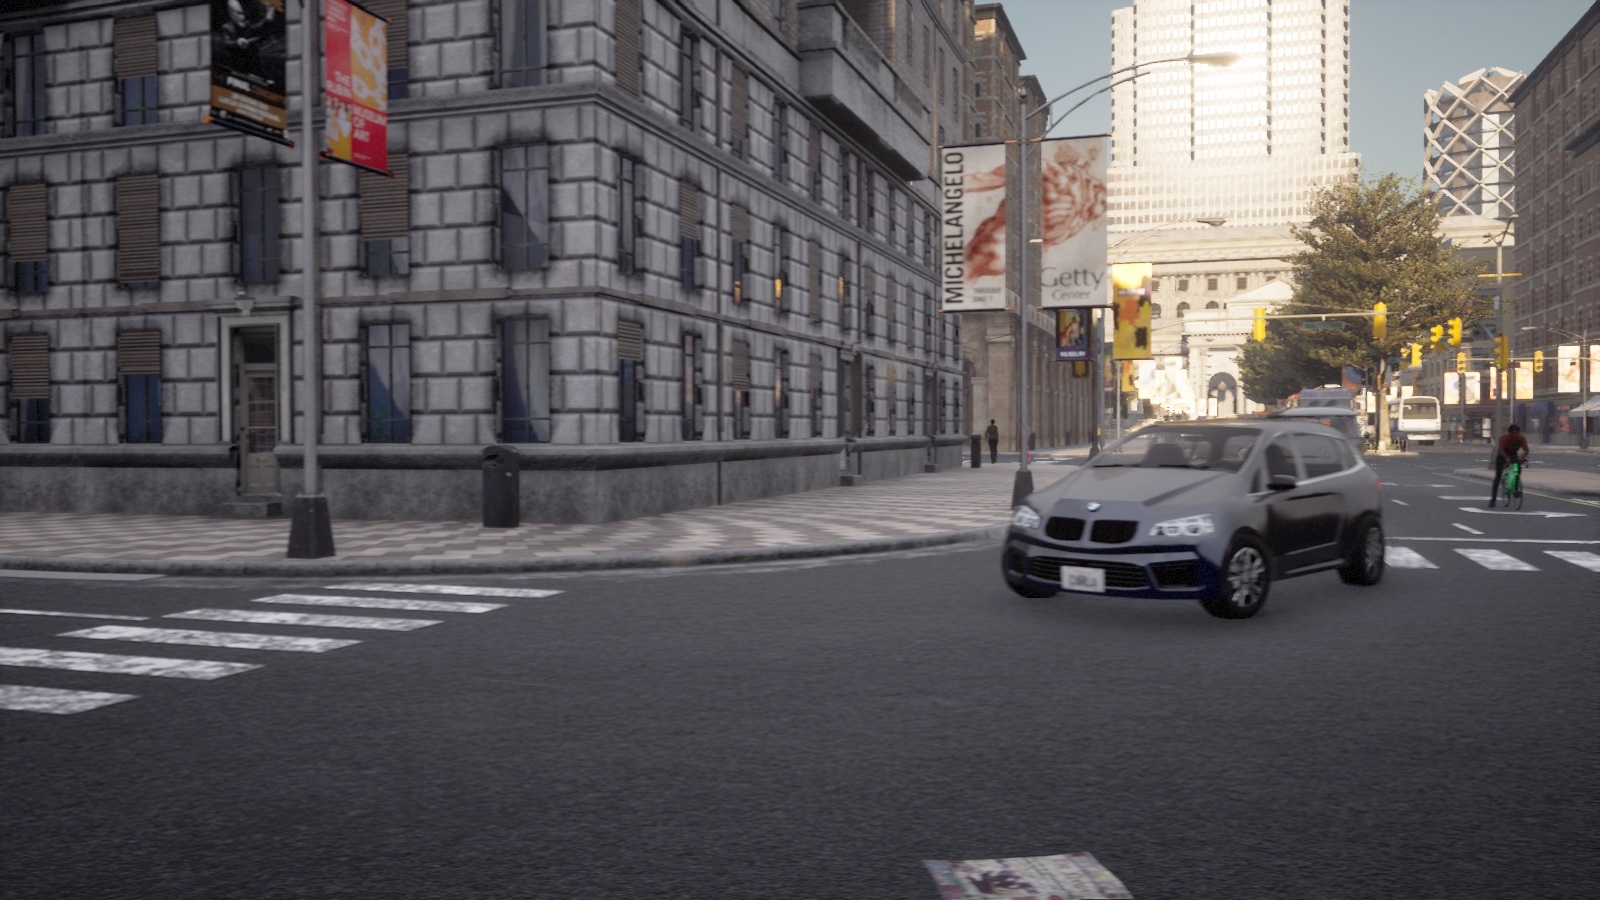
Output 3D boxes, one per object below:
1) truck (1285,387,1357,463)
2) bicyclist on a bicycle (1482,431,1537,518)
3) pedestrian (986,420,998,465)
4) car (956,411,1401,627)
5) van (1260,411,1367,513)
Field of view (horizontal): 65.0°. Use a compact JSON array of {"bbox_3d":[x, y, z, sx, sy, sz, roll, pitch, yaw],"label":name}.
[{"bbox_3d":[27.733,-1.310,67.141,2.891,3.827,8.468,1,1,18],"label":"truck"},{"bbox_3d":[13.703,0.441,24.291,0.582,1.620,1.656,1,1,18],"label":"bicyclist on a bicycle"},{"bbox_3d":[7.804,-0.303,51.057,0.328,1.805,0.869,1,1,18],"label":"pedestrian"},{"bbox_3d":[3.798,0.492,12.090,2.242,1.667,4.611,1,1,44],"label":"car"},{"bbox_3d":[10.799,0.193,26.667,1.775,1.987,4.442,1,1,18],"label":"van"}]
